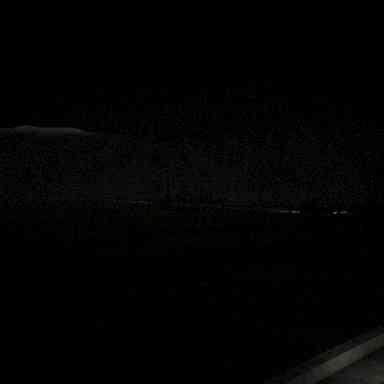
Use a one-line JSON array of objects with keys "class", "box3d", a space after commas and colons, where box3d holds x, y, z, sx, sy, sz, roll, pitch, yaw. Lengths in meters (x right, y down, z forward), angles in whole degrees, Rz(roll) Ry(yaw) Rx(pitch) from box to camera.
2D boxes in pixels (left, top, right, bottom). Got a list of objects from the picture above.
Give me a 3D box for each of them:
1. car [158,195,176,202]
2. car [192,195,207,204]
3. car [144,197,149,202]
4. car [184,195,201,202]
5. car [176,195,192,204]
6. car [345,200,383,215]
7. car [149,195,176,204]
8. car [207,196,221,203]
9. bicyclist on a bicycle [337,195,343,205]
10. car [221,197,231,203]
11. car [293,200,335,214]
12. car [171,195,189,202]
[{"class": "car", "box3d": [-5.615, 1.445, 73.494, 1.837, 1.490, 4.892, 0, 0, -35]}, {"class": "car", "box3d": [0.195, 1.504, 65.188, 1.837, 1.490, 4.892, 0, 0, -35]}, {"class": "car", "box3d": [-8.500, 1.543, 71.513, 1.895, 1.301, 4.718, 0, 0, -35]}, {"class": "car", "box3d": [0.122, 1.494, 77.505, 1.994, 1.385, 4.181, 0, 0, -35]}, {"class": "car", "box3d": [-2.673, 1.504, 63.268, 1.837, 1.490, 4.892, 0, 0, -35]}, {"class": "car", "box3d": [17.800, 1.524, 33.457, 1.812, 1.442, 4.674, 0, 0, -31]}, {"class": "car", "box3d": [-5.548, 1.477, 61.267, 1.882, 1.535, 5.008, 0, 0, -34]}, {"class": "car", "box3d": [3.111, 1.503, 67.126, 1.837, 1.490, 4.892, 0, 0, -35]}, {"class": "bicyclist on a bicycle", "box3d": [23.074, 1.301, 51.786, 1.656, 1.620, 0.582, 0, 0, -35]}, {"class": "car", "box3d": [5.958, 1.599, 69.162, 1.895, 1.301, 4.718, 0, 0, -35]}, {"class": "car", "box3d": [12.729, 1.563, 34.873, 1.994, 1.385, 4.181, 0, 0, -33]}, {"class": "car", "box3d": [-2.746, 1.442, 75.499, 1.837, 1.490, 4.892, 0, 0, -35]}]
